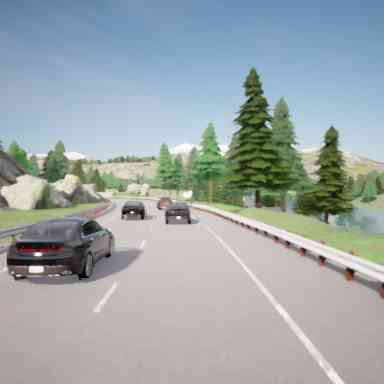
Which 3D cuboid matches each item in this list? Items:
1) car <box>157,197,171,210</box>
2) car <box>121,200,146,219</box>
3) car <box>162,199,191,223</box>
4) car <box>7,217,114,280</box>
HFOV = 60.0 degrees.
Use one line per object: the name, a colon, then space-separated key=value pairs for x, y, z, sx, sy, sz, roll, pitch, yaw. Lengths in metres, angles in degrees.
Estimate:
car: x=-3.562 y=1.439 z=43.390 sx=2.033 sy=1.649 sz=4.856 roll=0 pitch=0 yaw=-9
car: x=-5.062 y=1.484 z=29.091 sx=1.882 sy=1.535 sz=5.008 roll=0 pitch=0 yaw=-6
car: x=-1.158 y=1.510 z=25.355 sx=1.837 sy=1.490 sz=4.892 roll=0 pitch=0 yaw=-5
car: x=-3.628 y=1.508 z=9.975 sx=1.837 sy=1.490 sz=4.892 roll=0 pitch=0 yaw=-2
